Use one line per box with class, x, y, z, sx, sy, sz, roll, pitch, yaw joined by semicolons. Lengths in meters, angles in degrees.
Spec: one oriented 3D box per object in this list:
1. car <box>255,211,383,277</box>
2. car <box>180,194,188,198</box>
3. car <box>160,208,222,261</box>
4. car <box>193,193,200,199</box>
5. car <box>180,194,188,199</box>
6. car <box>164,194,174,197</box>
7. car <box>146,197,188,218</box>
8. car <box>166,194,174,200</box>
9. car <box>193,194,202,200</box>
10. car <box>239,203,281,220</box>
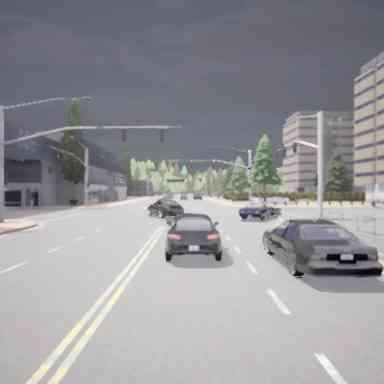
car;3.531;1.523;10.083;2.033;1.411;5.357;0;0;0
car;-1.959;1.334;81.994;2.033;1.411;5.357;0;0;-2
car;0.032;1.497;12.079;1.812;1.442;4.674;0;0;-1
car;1.260;1.167;92.719;1.882;1.535;5.008;0;0;-2
car;-2.239;1.242;92.629;1.994;1.385;4.181;0;0;-2
car;-5.084;1.393;67.604;1.994;1.385;4.181;0;0;-1
car;-2.397;1.437;28.517;1.837;1.490;4.892;2;0;-27
car;-5.513;1.297;84.006;1.994;1.385;4.181;0;0;-2
car;1.529;1.295;82.488;1.837;1.490;4.892;0;0;-2
car;5.595;1.536;26.844;1.895;1.301;4.718;0;0;33
